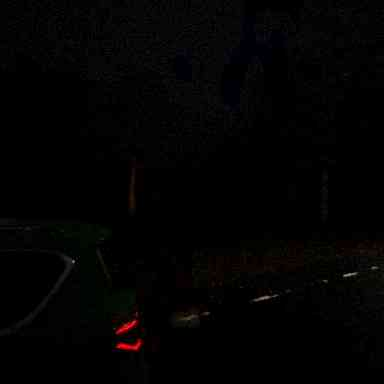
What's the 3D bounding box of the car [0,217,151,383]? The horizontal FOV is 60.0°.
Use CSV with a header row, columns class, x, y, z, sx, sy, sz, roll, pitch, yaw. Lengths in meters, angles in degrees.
class,x,y,z,sx,sy,sz,roll,pitch,yaw
car,-2.932,1.243,1.787,5.566,2.045,2.150,0,0,-36
